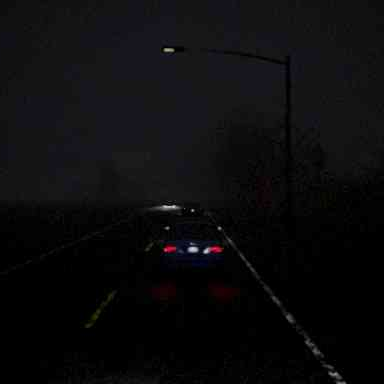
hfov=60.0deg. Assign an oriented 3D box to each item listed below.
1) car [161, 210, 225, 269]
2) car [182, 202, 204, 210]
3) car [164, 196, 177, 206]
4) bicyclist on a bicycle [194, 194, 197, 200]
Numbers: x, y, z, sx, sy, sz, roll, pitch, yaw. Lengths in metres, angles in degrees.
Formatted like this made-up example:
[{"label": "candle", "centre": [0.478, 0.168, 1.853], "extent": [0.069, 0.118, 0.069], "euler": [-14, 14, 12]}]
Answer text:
[{"label": "car", "centre": [0.046, 1.548, 11.168], "extent": [2.033, 1.411, 5.357], "euler": [0, 0, 0]}, {"label": "car", "centre": [0.077, 1.559, 30.596], "extent": [1.994, 1.385, 4.181], "euler": [0, 0, 0]}, {"label": "car", "centre": [-3.562, 1.477, 54.896], "extent": [2.128, 1.511, 4.902], "euler": [0, 0, 0]}, {"label": "bicyclist on a bicycle", "centre": [0.969, 1.409, 92.121], "extent": [0.582, 1.620, 1.656], "euler": [0, 0, 0]}]
